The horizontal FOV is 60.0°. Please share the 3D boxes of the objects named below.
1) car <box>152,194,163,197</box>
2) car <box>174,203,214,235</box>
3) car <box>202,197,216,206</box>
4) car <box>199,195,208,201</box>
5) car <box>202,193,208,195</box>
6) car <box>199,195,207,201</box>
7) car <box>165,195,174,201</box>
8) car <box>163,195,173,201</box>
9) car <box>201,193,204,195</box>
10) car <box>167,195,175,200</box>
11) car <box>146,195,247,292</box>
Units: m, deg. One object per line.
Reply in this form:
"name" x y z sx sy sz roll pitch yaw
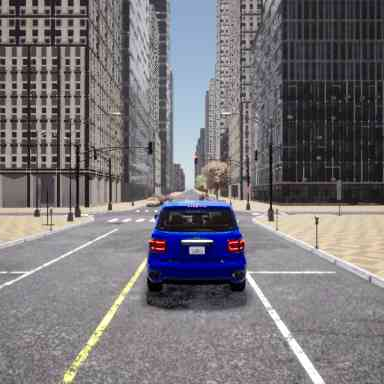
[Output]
"car" -5.815 1.485 50.094 1.752 1.417 4.829 0 0 0
"car" 0.096 1.486 19.822 2.128 1.511 4.902 0 0 0
"car" 2.795 1.500 55.941 2.008 1.369 4.403 0 0 0
"car" 2.697 1.419 78.809 1.752 1.417 4.829 0 0 0
"car" 2.825 1.400 50.263 1.967 1.590 4.097 0 0 0
"car" 2.697 1.422 84.313 1.887 1.381 4.507 0 0 0
"car" -5.684 1.428 84.319 2.008 1.369 4.403 0 0 0
"car" -5.684 1.438 78.644 1.887 1.381 4.507 0 0 0
"car" 2.698 1.224 72.964 2.192 1.841 5.009 0 0 0
"car" -5.683 1.411 89.995 2.008 1.369 4.403 0 0 0
"car" 0.099 1.221 9.093 2.150 2.045 5.566 0 0 0
